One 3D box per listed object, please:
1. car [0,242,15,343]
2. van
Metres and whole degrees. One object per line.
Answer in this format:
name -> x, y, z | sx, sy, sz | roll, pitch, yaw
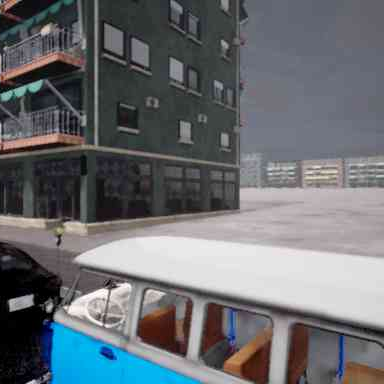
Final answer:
car -> -4.015, 1.536, 5.740 | 4.313, 1.339, 1.947 | 0, 0, 36
van -> 0.575, 1.337, 2.467 | 3.998, 1.788, 1.690 | 0, 0, 36
